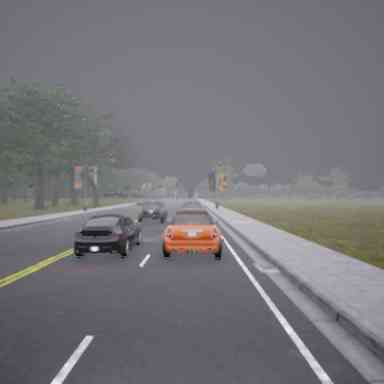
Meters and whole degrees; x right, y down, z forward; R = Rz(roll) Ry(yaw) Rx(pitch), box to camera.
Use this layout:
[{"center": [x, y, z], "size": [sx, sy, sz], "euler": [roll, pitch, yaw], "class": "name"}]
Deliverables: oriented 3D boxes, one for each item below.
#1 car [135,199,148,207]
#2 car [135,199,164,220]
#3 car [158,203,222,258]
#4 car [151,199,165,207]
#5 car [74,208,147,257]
[{"center": [-9.767, 2.125, 64.722], "size": [1.837, 1.490, 4.892], "euler": [0, 0, 1], "class": "car"}, {"center": [-3.232, 1.634, 28.450], "size": [2.097, 1.767, 4.553], "euler": [0, -1, 0], "class": "car"}, {"center": [0.017, 1.488, 13.451], "size": [2.097, 1.767, 4.553], "euler": [0, -1, 0], "class": "car"}, {"center": [-6.519, 2.120, 64.723], "size": [2.128, 1.511, 4.902], "euler": [0, -1, 1], "class": "car"}, {"center": [-3.233, 1.645, 13.501], "size": [1.837, 1.490, 4.892], "euler": [0, 0, 0], "class": "car"}]
